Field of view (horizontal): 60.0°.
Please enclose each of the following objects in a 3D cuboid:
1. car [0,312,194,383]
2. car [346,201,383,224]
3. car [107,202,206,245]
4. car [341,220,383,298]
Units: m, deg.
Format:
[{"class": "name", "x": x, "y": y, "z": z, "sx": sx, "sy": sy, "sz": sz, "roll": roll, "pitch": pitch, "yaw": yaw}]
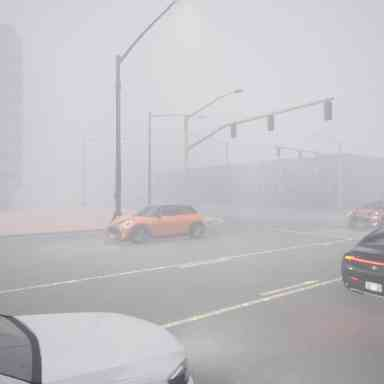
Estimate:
[{"class": "car", "x": -2.137, "y": 1.526, "z": 2.224, "sx": 4.674, "sy": 1.442, "sz": 1.812, "roll": 0, "pitch": 0, "yaw": -35}, {"class": "car", "x": 11.640, "y": 1.352, "z": 20.815, "sx": 4.553, "sy": 1.767, "sz": 2.097, "roll": 0, "pitch": 0, "yaw": -35}, {"class": "car", "x": -1.627, "y": 1.352, "z": 15.703, "sx": 4.553, "sy": 1.767, "sz": 2.097, "roll": 0, "pitch": 0, "yaw": -35}, {"class": "car", "x": 5.341, "y": 1.505, "z": 7.551, "sx": 4.892, "sy": 1.490, "sz": 1.837, "roll": 0, "pitch": 0, "yaw": -35}]
